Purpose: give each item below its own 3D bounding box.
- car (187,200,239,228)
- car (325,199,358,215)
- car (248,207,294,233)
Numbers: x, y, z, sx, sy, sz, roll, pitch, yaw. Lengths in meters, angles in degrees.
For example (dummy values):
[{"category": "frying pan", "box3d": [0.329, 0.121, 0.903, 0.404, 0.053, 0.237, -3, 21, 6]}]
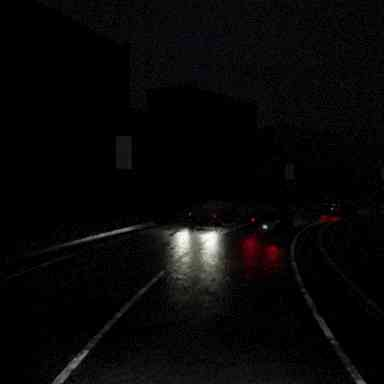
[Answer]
[{"category": "car", "box3d": [1.423, 1.238, 20.683, 1.882, 1.535, 5.008, 2, 1, 26]}, {"category": "car", "box3d": [15.230, 1.446, 33.809, 2.128, 1.511, 4.902, 5, 3, 45]}, {"category": "car", "box3d": [4.706, 1.506, 19.189, 1.895, 1.301, 4.718, 3, 1, 24]}]
